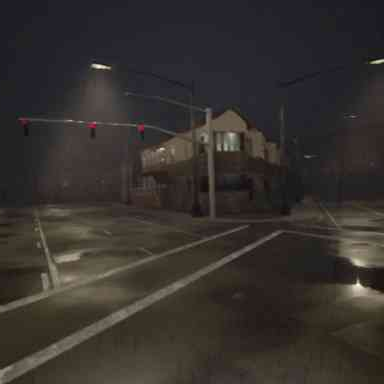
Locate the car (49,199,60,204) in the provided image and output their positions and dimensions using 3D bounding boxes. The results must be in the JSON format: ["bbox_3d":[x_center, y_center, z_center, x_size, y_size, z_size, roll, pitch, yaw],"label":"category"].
[{"bbox_3d":[-36.098,2.590,87.872,1.895,1.301,4.718,-2,-1,-26],"label":"car"}]

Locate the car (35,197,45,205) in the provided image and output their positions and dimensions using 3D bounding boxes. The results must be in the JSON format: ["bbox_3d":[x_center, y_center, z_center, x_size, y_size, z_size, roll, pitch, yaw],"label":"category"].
[{"bbox_3d":[-39.225,2.674,86.301,1.994,1.385,4.181,-2,-1,-26],"label":"car"}]
